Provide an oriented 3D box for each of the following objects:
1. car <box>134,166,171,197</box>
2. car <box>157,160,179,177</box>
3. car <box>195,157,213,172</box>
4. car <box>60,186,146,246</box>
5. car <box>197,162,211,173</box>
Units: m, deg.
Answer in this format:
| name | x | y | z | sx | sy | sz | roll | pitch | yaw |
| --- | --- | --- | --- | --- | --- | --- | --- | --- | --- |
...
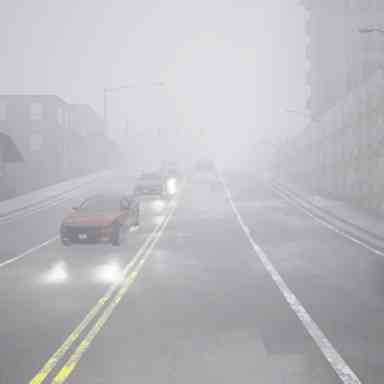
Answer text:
| name | x | y | z | sx | sy | sz | roll | pitch | yaw |
| --- | --- | --- | --- | --- | --- | --- | --- | --- | --- |
| car | -2.813 | -0.653 | 23.246 | 1.837 | 1.490 | 4.892 | 0 | 9 | 2 |
| car | -2.414 | -2.509 | 34.434 | 2.128 | 1.511 | 4.902 | 0 | 9 | 2 |
| car | 1.471 | -3.391 | 39.900 | 2.097 | 1.767 | 4.553 | 0 | 6 | 2 |
| car | -3.205 | 0.836 | 12.483 | 1.882 | 1.535 | 5.008 | 0 | 6 | 2 |
| car | 1.787 | -3.621 | 49.835 | 1.895 | 1.301 | 4.718 | 0 | 0 | 2 |
